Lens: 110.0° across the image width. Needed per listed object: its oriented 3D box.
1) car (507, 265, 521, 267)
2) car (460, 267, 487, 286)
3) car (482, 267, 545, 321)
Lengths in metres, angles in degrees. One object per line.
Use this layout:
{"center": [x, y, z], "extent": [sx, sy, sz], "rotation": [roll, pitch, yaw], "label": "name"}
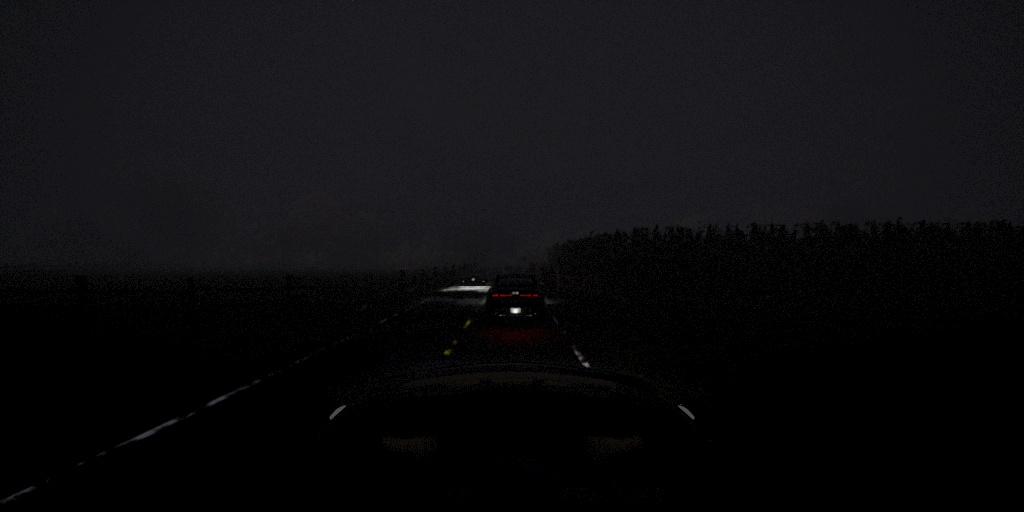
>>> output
{"center": [0.179, 1.517, 31.747], "extent": [2.033, 1.411, 5.357], "rotation": [0, 0, 0], "label": "car"}
{"center": [-2.780, 1.505, 27.693], "extent": [1.994, 1.385, 4.181], "rotation": [0, 0, 0], "label": "car"}
{"center": [0.118, 1.340, 12.905], "extent": [1.837, 1.490, 4.892], "rotation": [0, 0, 0], "label": "car"}
